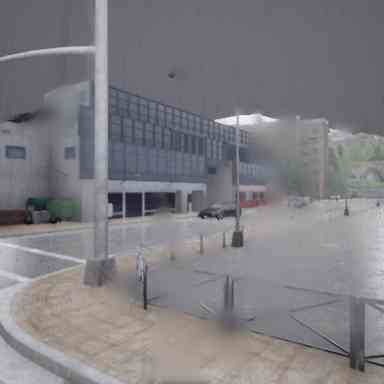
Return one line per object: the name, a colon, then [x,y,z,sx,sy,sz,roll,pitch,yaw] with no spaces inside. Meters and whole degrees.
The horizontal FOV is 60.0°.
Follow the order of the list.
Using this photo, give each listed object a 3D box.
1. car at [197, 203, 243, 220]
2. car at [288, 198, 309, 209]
car: [2.646,1.692,29.816,2.033,1.411,5.357,0,0,35]
car: [15.100,1.637,47.141,2.128,1.511,4.902,0,0,36]
